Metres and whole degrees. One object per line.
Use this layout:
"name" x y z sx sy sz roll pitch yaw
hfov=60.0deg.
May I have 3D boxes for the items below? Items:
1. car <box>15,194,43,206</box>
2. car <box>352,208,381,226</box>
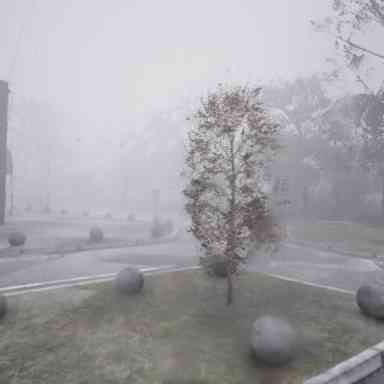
"car" -23.692 1.114 48.252 4.553 1.767 2.097 2 0 35
"car" 15.731 2.003 26.884 5.008 1.535 1.882 1 -2 24
